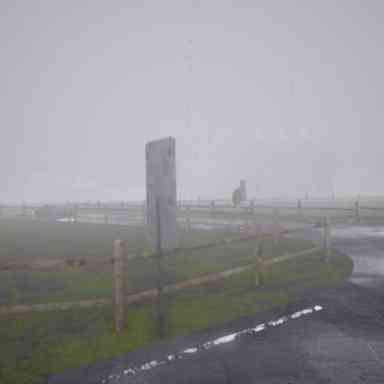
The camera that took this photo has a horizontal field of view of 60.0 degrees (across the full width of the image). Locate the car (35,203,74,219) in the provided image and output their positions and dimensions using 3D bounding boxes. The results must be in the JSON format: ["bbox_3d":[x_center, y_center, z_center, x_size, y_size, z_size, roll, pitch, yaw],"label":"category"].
[{"bbox_3d":[-13.053,1.794,31.652,4.181,1.385,1.994,-1,1,34],"label":"car"}]
